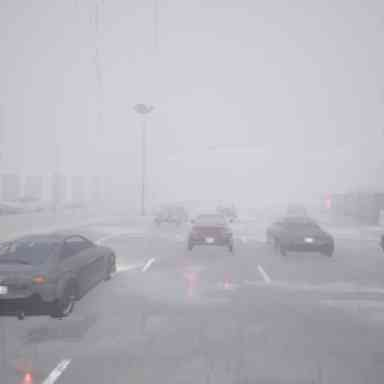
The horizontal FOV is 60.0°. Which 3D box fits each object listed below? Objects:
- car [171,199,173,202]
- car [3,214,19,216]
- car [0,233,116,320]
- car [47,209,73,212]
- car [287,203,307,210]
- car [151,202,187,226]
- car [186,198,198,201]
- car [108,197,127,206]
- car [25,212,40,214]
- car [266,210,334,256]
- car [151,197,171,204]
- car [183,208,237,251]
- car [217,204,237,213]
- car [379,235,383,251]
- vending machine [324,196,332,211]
[{"bbox_3d":[-6.084,1.913,74.847,2.033,1.411,5.357,0,0,19],"label":"car"},{"bbox_3d":[-15.622,1.652,26.036,1.812,1.442,4.674,0,-1,8],"label":"car"},{"bbox_3d":[-3.136,1.607,7.515,1.994,1.385,4.181,0,0,2],"label":"car"},{"bbox_3d":[-11.382,1.702,30.512,1.812,1.442,4.674,0,-1,10],"label":"car"},{"bbox_3d":[11.495,1.916,36.806,1.895,1.301,4.718,0,0,13],"label":"car"},{"bbox_3d":[-1.442,1.725,25.145,2.033,1.411,5.357,0,0,9],"label":"car"},{"bbox_3d":[-0.233,2.028,70.377,1.895,1.301,4.718,0,0,19],"label":"car"},{"bbox_3d":[-14.125,1.753,62.185,2.097,1.767,4.553,0,0,19],"label":"car"},{"bbox_3d":[-17.764,1.401,34.555,2.150,2.045,5.566,0,0,11],"label":"car"},{"bbox_3d":[4.297,1.683,13.757,1.994,1.385,4.181,0,0,5],"label":"car"},{"bbox_3d":[-6.244,1.961,63.626,1.812,1.442,4.674,0,0,19],"label":"car"},{"bbox_3d":[0.856,1.637,14.656,1.812,1.442,4.674,0,0,5],"label":"car"},{"bbox_3d":[3.389,1.851,32.414,1.895,1.301,4.718,0,0,11],"label":"car"},{"bbox_3d":[7.468,1.703,9.691,1.895,1.301,4.718,0,0,4],"label":"car"},{"bbox_3d":[19.610,1.625,47.930,1.100,2.100,0.880,0,0,18],"label":"vending machine"}]
